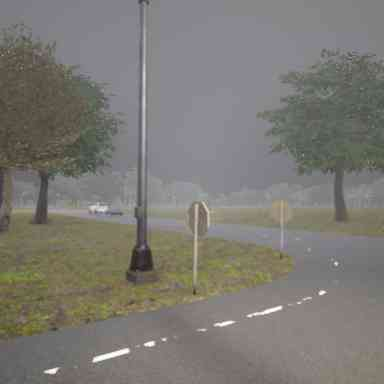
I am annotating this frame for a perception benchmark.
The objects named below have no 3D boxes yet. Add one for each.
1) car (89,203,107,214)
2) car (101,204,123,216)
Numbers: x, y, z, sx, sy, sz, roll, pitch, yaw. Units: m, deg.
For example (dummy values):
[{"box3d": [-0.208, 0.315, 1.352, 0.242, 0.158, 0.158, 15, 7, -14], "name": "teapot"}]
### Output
[{"box3d": [-17.092, 2.959, 60.893, 2.150, 2.045, 5.566, 2, -2, -33], "name": "car"}, {"box3d": [-12.800, 3.170, 54.436, 1.994, 1.385, 4.181, 2, -2, -32], "name": "car"}]
